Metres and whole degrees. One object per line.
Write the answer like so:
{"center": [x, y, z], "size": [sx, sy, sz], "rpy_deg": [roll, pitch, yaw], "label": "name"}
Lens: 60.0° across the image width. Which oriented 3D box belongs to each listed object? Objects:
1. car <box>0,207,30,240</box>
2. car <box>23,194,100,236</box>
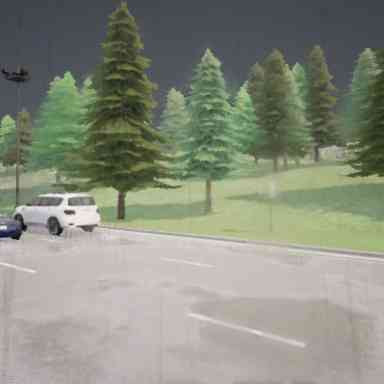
{"center": [-9.569, 1.455, 15.124], "size": [4.181, 1.385, 1.994], "rpy_deg": [0, 0, 36], "label": "car"}
{"center": [-7.316, 1.114, 17.817], "size": [5.566, 2.045, 2.150], "rpy_deg": [0, 0, 36], "label": "car"}
